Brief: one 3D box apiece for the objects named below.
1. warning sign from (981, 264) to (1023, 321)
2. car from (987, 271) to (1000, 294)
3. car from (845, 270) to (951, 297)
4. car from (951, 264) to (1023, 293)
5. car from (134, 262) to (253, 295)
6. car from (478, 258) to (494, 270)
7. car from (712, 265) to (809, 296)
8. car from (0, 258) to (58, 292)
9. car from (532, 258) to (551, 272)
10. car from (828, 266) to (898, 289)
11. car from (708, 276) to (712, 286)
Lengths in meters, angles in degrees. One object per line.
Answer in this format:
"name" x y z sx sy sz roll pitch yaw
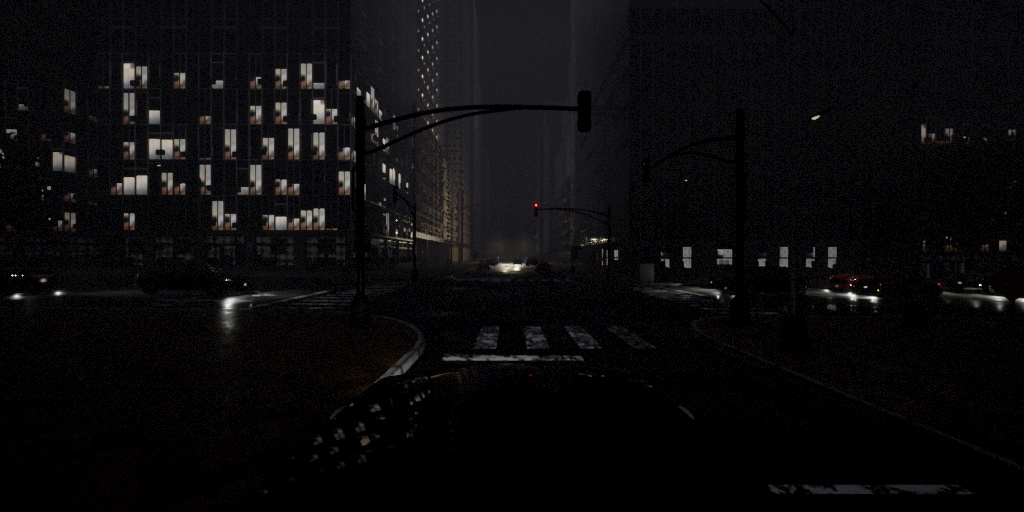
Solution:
"warning sign" 17.281 1.204 12.389 1.060 1.860 1.300 0 0 -3
"car" 34.036 1.934 22.614 5.357 1.411 2.033 1 0 -3
"car" 23.737 1.766 22.147 4.181 1.385 1.994 1 0 -3
"car" 34.985 1.624 25.905 5.566 2.045 2.150 1 0 -2
"car" -14.942 1.026 16.919 4.674 1.442 1.812 1 0 -1
"car" -4.000 1.343 51.695 1.802 1.307 4.207 0 0 0
"car" 15.151 1.400 21.751 4.553 1.767 2.097 1 0 -3
"car" -24.157 0.823 16.496 4.902 1.511 2.128 1 0 -3
"car" 3.950 1.329 46.198 1.948 1.339 4.313 0 0 0
"car" 25.241 1.579 25.465 4.553 1.767 2.097 1 0 -3
"car" 16.199 1.591 25.052 4.674 1.442 1.812 1 0 -3
